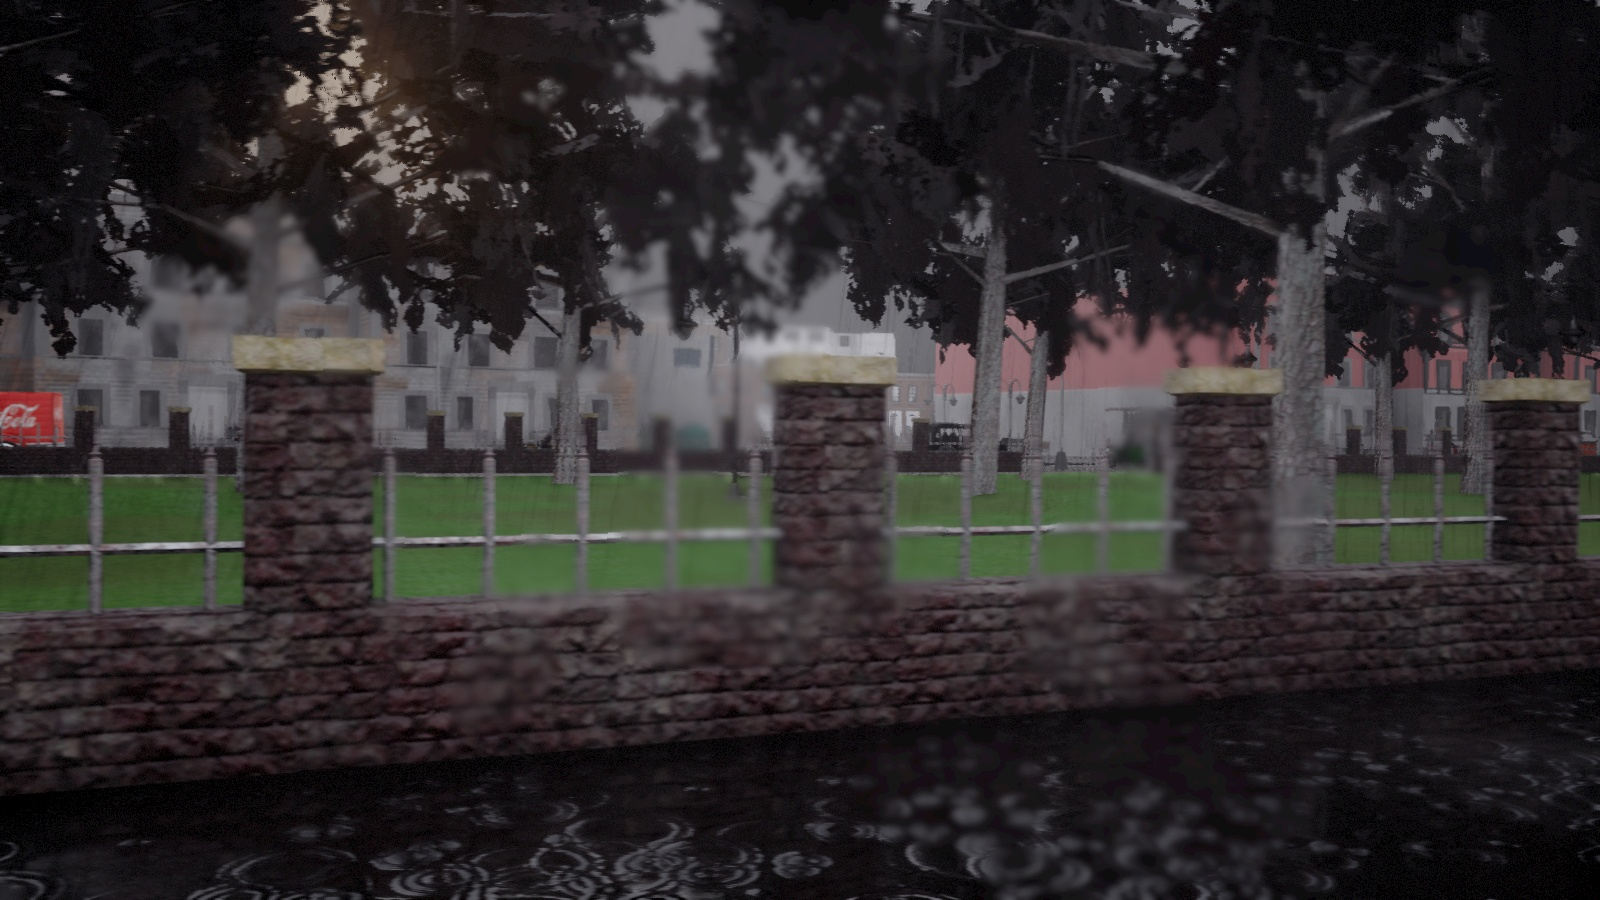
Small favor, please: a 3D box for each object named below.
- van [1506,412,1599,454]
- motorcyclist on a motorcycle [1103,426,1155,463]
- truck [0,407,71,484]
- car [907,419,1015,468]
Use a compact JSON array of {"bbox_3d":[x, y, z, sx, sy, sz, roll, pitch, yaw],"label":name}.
[{"bbox_3d":[37.361,-0.864,62.142,4.442,1.987,1.775,-1,1,-20],"label":"van"},{"bbox_3d":[13.937,-0.237,53.236,2.044,1.523,0.797,-1,1,-21],"label":"motorcyclist on a motorcycle"},{"bbox_3d":[-27.496,-0.092,41.731,5.204,2.467,2.627,-3,2,-21],"label":"truck"},{"bbox_3d":[6.452,-0.296,50.390,3.866,1.878,1.905,-1,1,-21],"label":"car"}]
